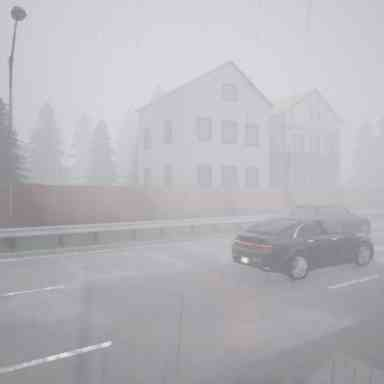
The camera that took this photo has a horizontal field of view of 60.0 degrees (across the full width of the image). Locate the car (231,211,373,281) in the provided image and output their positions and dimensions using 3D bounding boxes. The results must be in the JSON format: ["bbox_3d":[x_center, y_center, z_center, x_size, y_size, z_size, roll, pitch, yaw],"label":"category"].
[{"bbox_3d":[3.385,1.499,9.831,4.892,1.490,1.837,0,0,-33],"label":"car"}]

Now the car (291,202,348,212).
[{"bbox_3d":[6.538,1.343,16.009,4.553,1.767,2.097,0,0,-33],"label":"car"}]
